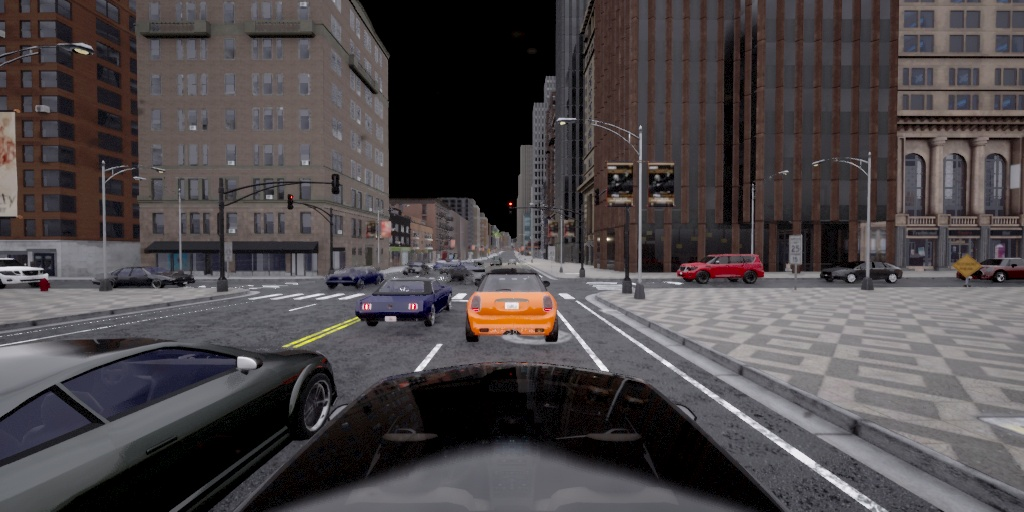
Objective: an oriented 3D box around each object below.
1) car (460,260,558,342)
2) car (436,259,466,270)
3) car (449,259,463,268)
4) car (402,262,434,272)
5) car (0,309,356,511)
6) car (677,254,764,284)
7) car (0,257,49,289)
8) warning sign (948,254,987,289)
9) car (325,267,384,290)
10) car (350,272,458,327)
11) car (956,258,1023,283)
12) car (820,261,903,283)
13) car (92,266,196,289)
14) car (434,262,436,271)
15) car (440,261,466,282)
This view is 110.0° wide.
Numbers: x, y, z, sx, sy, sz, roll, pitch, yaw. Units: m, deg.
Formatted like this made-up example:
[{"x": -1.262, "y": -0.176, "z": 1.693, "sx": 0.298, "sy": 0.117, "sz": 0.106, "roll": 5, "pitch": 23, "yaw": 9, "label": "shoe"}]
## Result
[{"x": 0.006, "y": 1.101, "z": 9.911, "sx": 2.097, "sy": 1.767, "sz": 4.553, "roll": 0, "pitch": 0, "yaw": 0, "label": "car"}, {"x": -6.623, "y": 1.332, "z": 39.367, "sx": 1.994, "sy": 1.385, "sz": 4.181, "roll": 0, "pitch": 0, "yaw": 0, "label": "car"}, {"x": -9.854, "y": 1.306, "z": 63.459, "sx": 1.812, "sy": 1.442, "sz": 4.674, "roll": 0, "pitch": 0, "yaw": 1, "label": "car"}, {"x": -9.886, "y": 1.330, "z": 37.396, "sx": 1.994, "sy": 1.385, "sz": 4.181, "roll": 0, "pitch": 0, "yaw": 1, "label": "car"}, {"x": -3.158, "y": 1.314, "z": 2.742, "sx": 1.994, "sy": 1.385, "sz": 4.181, "roll": 0, "pitch": 0, "yaw": 1, "label": "car"}, {"x": 14.827, "y": 0.876, "z": 25.590, "sx": 5.566, "sy": 2.045, "sz": 2.150, "roll": 0, "pitch": 1, "yaw": 0, "label": "car"}, {"x": -34.311, "y": 1.105, "z": 23.613, "sx": 5.566, "sy": 2.045, "sz": 2.150, "roll": 0, "pitch": 1, "yaw": 0, "label": "car"}, {"x": 25.168, "y": 0.827, "z": 19.830, "sx": 1.060, "sy": 1.860, "sz": 1.300, "roll": 0, "pitch": 0, "yaw": 0, "label": "warning sign"}, {"x": -9.863, "y": 1.355, "z": 22.779, "sx": 1.895, "sy": 1.301, "sz": 4.718, "roll": 0, "pitch": 0, "yaw": 0, "label": "car"}, {"x": -3.154, "y": 1.350, "z": 11.561, "sx": 1.895, "sy": 1.301, "sz": 4.718, "roll": 0, "pitch": 0, "yaw": 0, "label": "car"}, {"x": 35.001, "y": 0.926, "z": 25.667, "sx": 4.553, "sy": 1.767, "sz": 2.097, "roll": 0, "pitch": 1, "yaw": 0, "label": "car"}, {"x": 24.882, "y": 1.119, "z": 25.632, "sx": 4.892, "sy": 1.490, "sz": 1.837, "roll": 0, "pitch": 1, "yaw": 0, "label": "car"}, {"x": -24.119, "y": 1.397, "z": 23.563, "sx": 5.357, "sy": 1.411, "sz": 2.033, "roll": 0, "pitch": 1, "yaw": 0, "label": "car"}, {"x": -9.871, "y": 1.301, "z": 50.696, "sx": 1.812, "sy": 1.442, "sz": 4.674, "roll": 0, "pitch": 0, "yaw": 0, "label": "car"}, {"x": -3.133, "y": 1.320, "z": 26.145, "sx": 1.994, "sy": 1.385, "sz": 4.181, "roll": 0, "pitch": 0, "yaw": -42, "label": "car"}]
